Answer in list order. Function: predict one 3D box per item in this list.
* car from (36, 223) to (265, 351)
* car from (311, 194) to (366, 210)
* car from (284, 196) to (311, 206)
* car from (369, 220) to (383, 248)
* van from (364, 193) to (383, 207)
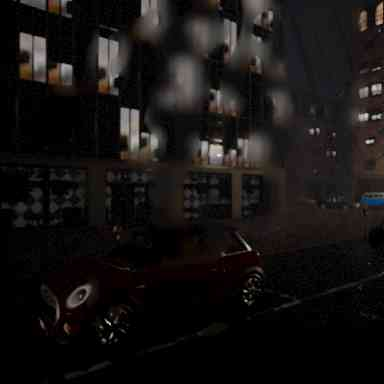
[{"bbox_3d":[-0.612,1.403,6.108,4.097,1.590,1.967,-1,1,-35],"label":"car"},{"bbox_3d":[15.301,1.196,34.860,2.008,1.369,4.403,0,0,-35],"label":"car"},{"bbox_3d":[15.758,1.252,48.893,1.752,1.417,4.829,0,0,-35],"label":"car"},{"bbox_3d":[8.464,1.384,12.585,4.313,1.339,1.947,-1,1,-35],"label":"car"},{"bbox_3d":[22.186,0.991,39.638,1.690,1.788,3.998,0,0,-35],"label":"van"}]
